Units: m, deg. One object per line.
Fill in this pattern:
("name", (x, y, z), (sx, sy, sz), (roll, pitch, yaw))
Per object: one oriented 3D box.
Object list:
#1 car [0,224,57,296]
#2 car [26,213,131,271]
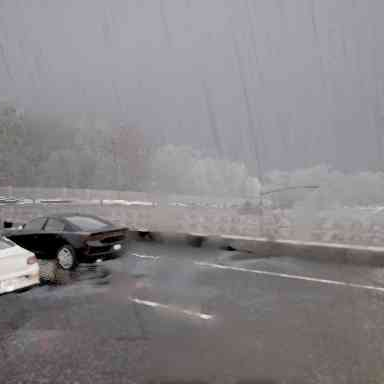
("car", (-5.281, 1.496, 7.226), (4.674, 1.442, 1.812), (0, 0, 31))
("car", (-4.246, 1.414, 10.694), (5.008, 1.535, 1.882), (0, 0, 31))
